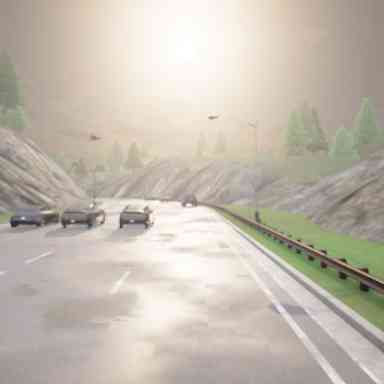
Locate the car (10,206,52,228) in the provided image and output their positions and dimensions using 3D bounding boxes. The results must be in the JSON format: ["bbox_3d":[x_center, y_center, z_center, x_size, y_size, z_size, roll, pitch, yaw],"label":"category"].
[{"bbox_3d":[-10.588,1.610,22.834,1.994,1.385,4.181,0,0,-1],"label":"car"}]

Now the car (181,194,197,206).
[{"bbox_3d":[-0.491,1.322,55.733,2.150,2.045,5.566,0,0,-8],"label":"car"}]

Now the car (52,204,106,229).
[{"bbox_3d":[-7.080,1.534,22.113,2.128,1.511,4.902,0,0,-1],"label":"car"}]

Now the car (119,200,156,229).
[{"bbox_3d":[-3.580,1.532,22.128,2.128,1.511,4.902,0,0,-1],"label":"car"}]

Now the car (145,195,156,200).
[{"bbox_3d":[-11.201,1.624,89.495,1.837,1.490,4.892,0,0,-25],"label":"car"}]

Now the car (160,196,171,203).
[{"bbox_3d":[-6.036,1.621,75.212,1.812,1.442,4.674,0,0,-19],"label":"car"}]
